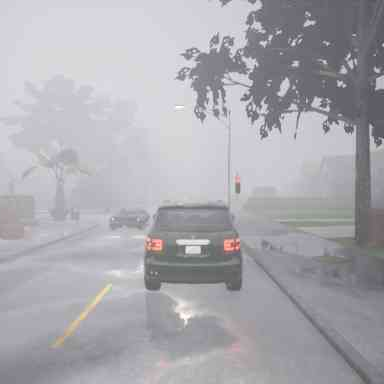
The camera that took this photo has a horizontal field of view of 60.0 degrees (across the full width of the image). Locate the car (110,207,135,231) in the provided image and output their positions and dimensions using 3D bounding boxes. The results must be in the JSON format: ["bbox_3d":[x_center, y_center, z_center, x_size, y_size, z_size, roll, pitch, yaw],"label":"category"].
[{"bbox_3d":[-3.748,1.601,20.720,1.895,1.301,4.718,0,0,-1],"label":"car"}]

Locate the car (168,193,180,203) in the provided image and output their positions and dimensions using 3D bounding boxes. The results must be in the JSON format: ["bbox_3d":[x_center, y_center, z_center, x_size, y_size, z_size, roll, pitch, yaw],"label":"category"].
[{"bbox_3d":[-3.922,1.225,73.325,2.150,2.045,5.566,0,0,0],"label":"car"}]

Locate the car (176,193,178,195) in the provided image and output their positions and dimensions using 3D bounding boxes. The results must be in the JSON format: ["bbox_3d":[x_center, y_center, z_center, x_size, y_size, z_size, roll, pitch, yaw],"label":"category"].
[{"bbox_3d":[-3.992,1.491,62.812,2.128,1.511,4.902,0,0,0],"label":"car"}]

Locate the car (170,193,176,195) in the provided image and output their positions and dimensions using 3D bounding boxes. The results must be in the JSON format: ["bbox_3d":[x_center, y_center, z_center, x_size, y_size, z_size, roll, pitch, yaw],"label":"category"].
[{"bbox_3d":[-4.036,1.352,52.410,2.097,1.767,4.553,0,0,0],"label":"car"}]

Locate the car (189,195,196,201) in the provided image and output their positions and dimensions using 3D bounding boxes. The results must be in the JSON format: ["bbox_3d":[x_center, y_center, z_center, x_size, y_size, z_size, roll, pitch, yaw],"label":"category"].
[{"bbox_3d":[0.094,1.477,88.123,1.882,1.535,5.008,0,0,0],"label":"car"}]

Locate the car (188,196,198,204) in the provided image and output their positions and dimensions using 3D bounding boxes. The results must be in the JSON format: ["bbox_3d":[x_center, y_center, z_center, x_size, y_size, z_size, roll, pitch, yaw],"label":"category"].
[{"bbox_3d":[0.171,1.504,66.698,1.837,1.490,4.892,0,0,0],"label":"car"}]

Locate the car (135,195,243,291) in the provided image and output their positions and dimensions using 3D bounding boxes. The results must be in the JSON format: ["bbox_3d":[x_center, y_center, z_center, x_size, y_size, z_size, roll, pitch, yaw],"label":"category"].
[{"bbox_3d":[0.047,1.221,9.170,2.150,2.045,5.566,0,0,1],"label":"car"}]
